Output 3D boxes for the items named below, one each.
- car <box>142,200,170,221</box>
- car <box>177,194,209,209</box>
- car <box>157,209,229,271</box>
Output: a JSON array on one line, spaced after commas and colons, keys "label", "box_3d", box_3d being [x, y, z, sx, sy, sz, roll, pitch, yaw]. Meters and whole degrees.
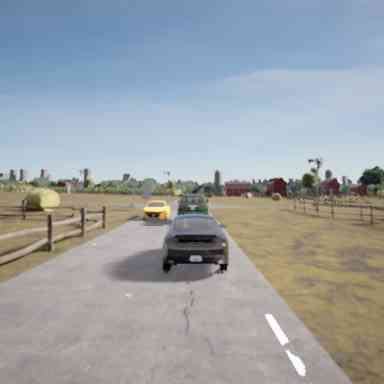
[{"label": "car", "box_3d": [-2.809, 1.412, 26.888, 1.882, 1.535, 5.008, 0, 0, 0]}, {"label": "car", "box_3d": [0.074, 1.160, 24.550, 2.150, 2.045, 5.566, 0, 0, 0]}, {"label": "car", "box_3d": [0.076, 1.469, 10.786, 1.837, 1.490, 4.892, 0, -1, -1]}]
